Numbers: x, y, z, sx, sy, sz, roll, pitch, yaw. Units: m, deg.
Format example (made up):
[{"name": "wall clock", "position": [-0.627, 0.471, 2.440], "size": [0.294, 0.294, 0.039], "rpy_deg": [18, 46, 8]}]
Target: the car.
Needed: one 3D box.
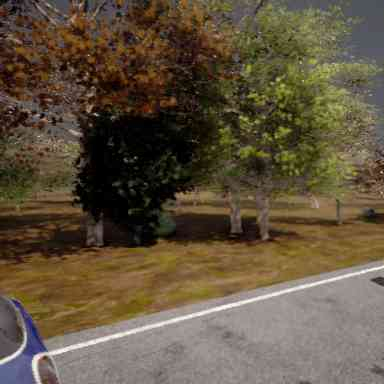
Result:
[{"name": "car", "position": [-3.105, 1.354, 1.721], "size": [4.553, 1.767, 2.097], "rpy_deg": [0, 0, -35]}]
